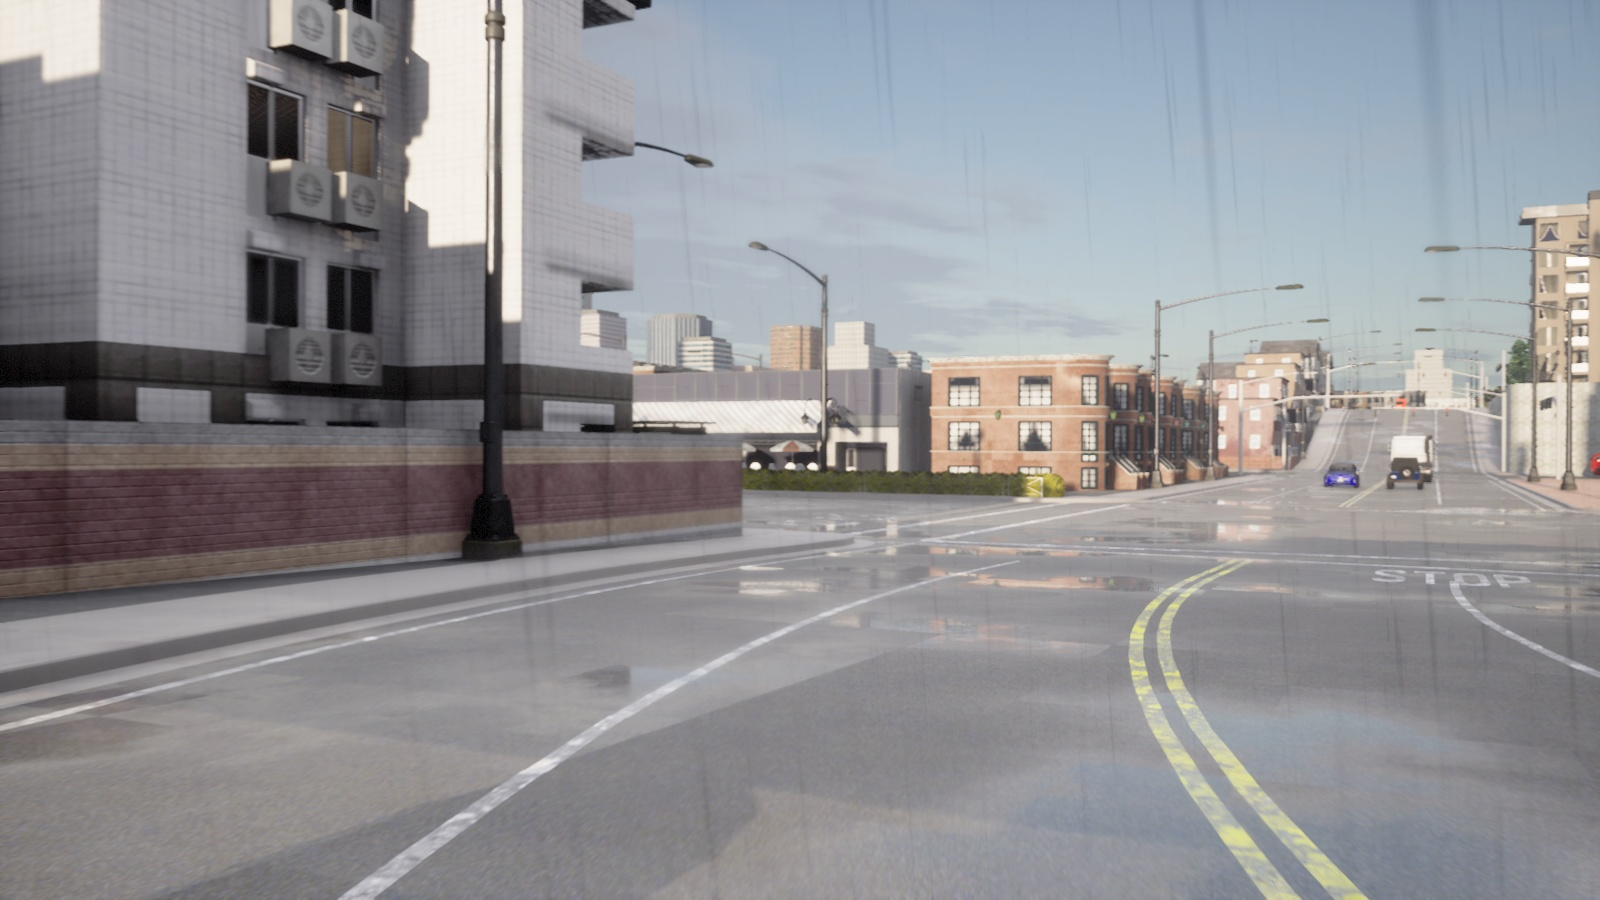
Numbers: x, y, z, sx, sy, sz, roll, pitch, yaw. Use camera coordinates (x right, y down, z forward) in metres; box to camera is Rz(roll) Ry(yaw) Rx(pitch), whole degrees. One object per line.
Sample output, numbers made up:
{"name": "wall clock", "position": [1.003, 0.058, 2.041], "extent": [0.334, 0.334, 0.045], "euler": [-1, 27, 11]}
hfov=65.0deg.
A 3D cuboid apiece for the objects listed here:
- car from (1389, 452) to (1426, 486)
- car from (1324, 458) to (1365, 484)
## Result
{"name": "car", "position": [35.798, 1.094, 73.929], "extent": [1.905, 1.878, 3.866], "euler": [0, 0, 27]}
{"name": "car", "position": [33.300, 1.246, 76.742], "extent": [2.007, 1.525, 4.514], "euler": [0, 0, 27]}
